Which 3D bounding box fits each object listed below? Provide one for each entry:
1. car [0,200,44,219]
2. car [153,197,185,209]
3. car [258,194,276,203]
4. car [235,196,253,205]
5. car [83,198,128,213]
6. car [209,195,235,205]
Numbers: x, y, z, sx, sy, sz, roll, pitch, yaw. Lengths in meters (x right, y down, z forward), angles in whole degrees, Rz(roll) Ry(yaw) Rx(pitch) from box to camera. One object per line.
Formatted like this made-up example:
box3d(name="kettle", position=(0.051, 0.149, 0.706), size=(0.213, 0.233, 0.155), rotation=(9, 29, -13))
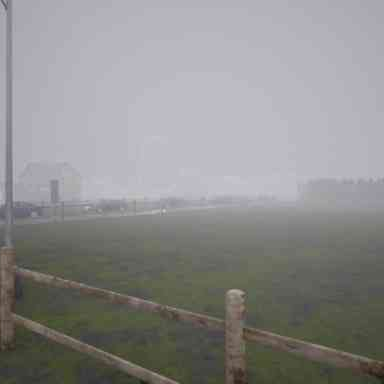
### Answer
box3d(name="car", position=(-14.164, 1.422, 25.883), size=(1.882, 1.535, 5.008), rotation=(-1, 0, 36))
box3d(name="car", position=(-2.848, 1.363, 42.263), size=(1.837, 1.490, 4.892), rotation=(-1, 0, 34))
box3d(name="car", position=(13.892, 1.063, 61.420), size=(2.097, 1.767, 4.553), rotation=(-1, 0, 36))
box3d(name="car", position=(8.283, 1.326, 53.255), size=(1.994, 1.385, 4.181), rotation=(-1, 0, 35))
box3d(name="car", position=(-8.705, 1.395, 33.756), size=(2.128, 1.511, 4.902), rotation=(-1, 0, 35))
box3d(name="car", position=(4.500, 1.304, 52.831), size=(1.837, 1.490, 4.892), rotation=(-1, -1, 35))
